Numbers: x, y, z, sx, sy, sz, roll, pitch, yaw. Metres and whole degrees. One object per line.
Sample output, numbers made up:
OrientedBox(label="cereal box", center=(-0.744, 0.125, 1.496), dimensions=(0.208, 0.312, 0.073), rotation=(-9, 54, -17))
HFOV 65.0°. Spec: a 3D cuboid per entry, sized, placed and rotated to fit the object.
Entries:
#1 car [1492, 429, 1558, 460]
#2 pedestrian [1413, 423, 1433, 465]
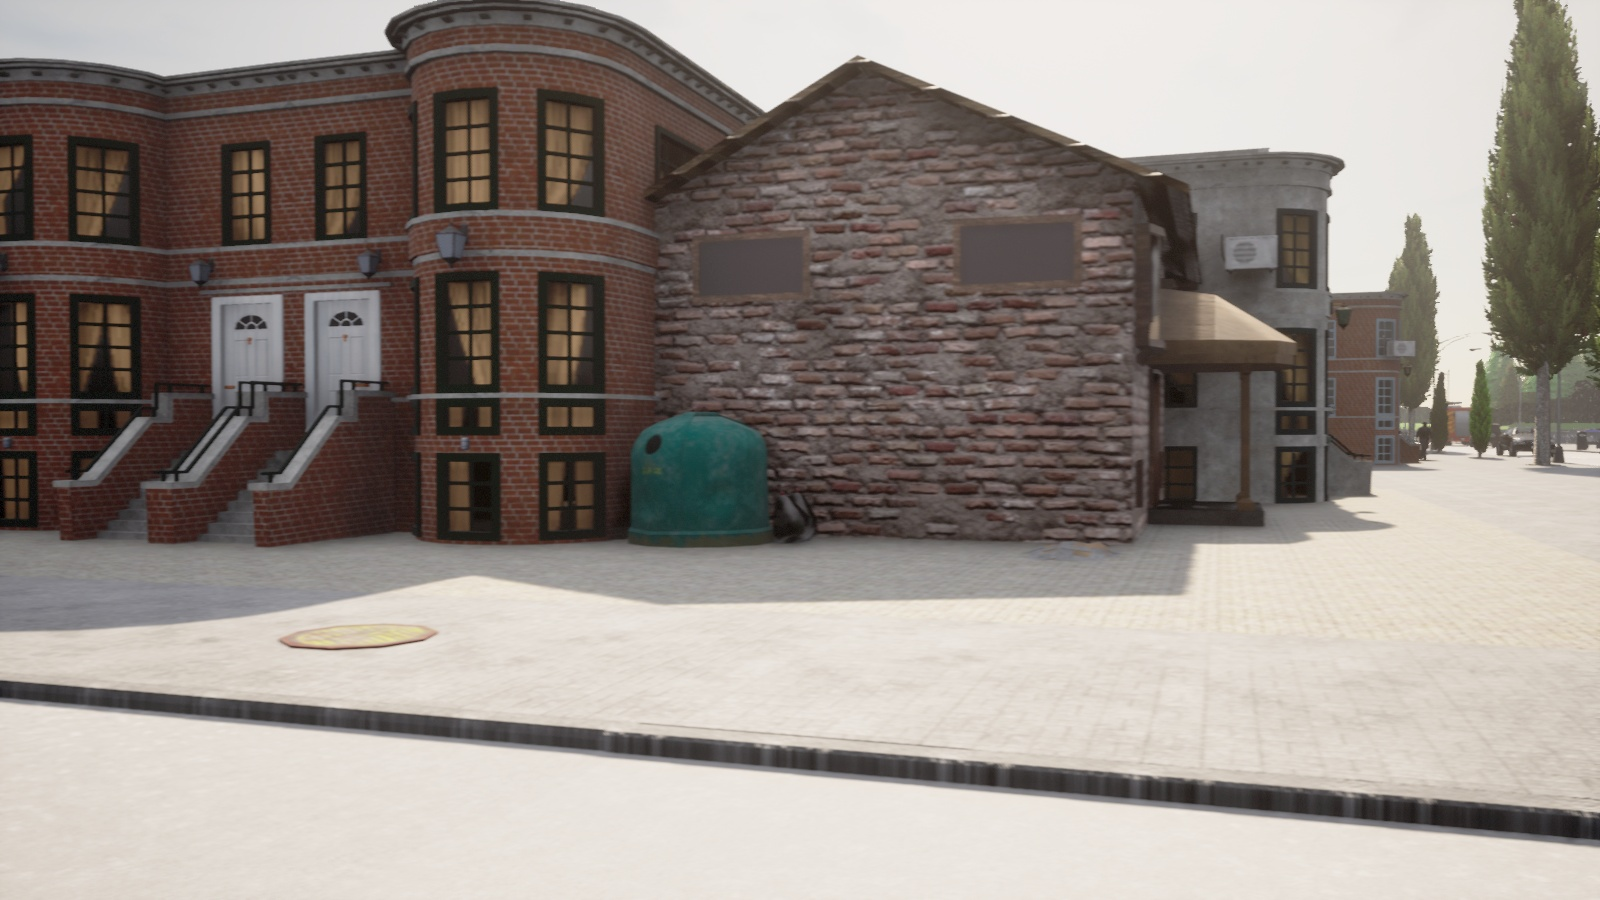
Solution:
OrientedBox(label="car", center=(39.652, -0.322, 68.761), dimensions=(2.152, 1.651, 5.027), rotation=(1, 1, 19))
OrientedBox(label="pedestrian", center=(28.298, -0.272, 57.075), dimensions=(0.563, 1.883, 0.849), rotation=(0, 1, 8))
